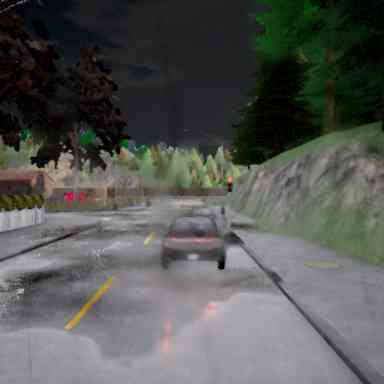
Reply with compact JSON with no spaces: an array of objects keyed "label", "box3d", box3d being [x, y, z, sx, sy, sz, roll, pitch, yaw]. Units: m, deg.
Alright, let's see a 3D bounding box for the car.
[{"label":"car","box3d":[0.060,1.460,10.974,2.128,1.511,4.902,0,0,1]}]
